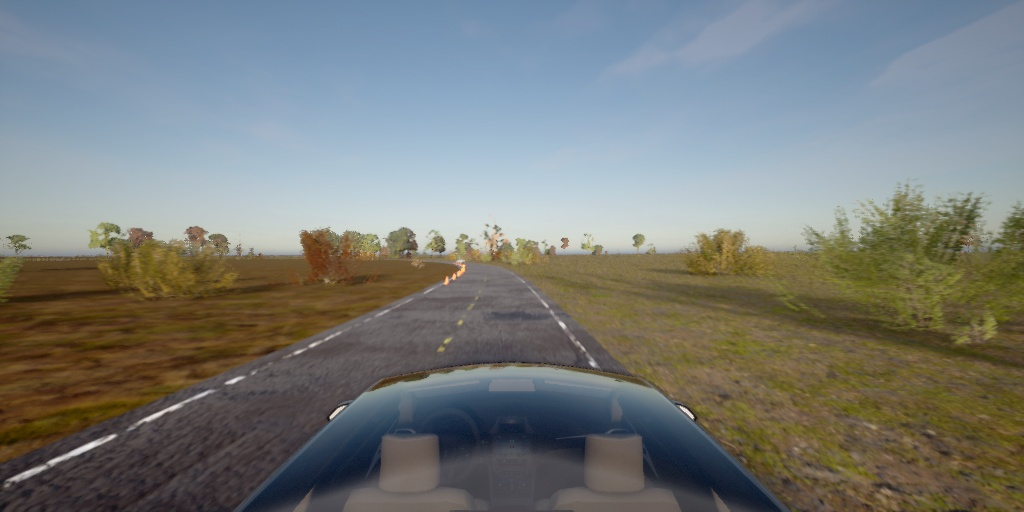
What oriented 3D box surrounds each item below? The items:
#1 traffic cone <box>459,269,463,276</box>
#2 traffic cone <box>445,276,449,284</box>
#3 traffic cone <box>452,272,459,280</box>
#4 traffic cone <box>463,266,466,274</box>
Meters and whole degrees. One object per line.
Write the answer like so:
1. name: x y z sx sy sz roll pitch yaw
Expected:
1. traffic cone: -5.311 1.736 35.998 0.340 0.580 0.340 0 0 -4
2. traffic cone: -4.737 1.735 26.070 0.340 0.580 0.340 0 0 -3
3. traffic cone: -4.999 1.736 31.036 0.340 0.580 0.340 0 0 -3
4. traffic cone: -5.689 1.737 40.938 0.340 0.580 0.340 0 0 -5
